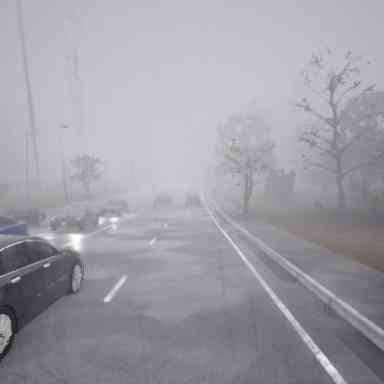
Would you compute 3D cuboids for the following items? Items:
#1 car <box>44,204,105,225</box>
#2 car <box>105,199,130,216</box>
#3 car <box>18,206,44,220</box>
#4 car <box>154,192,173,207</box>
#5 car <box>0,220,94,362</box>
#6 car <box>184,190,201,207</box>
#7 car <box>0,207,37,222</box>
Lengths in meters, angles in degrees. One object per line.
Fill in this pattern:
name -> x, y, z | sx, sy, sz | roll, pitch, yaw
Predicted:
car -> -7.100, 1.480, 20.656 | 1.812, 1.442, 4.674 | 0, 0, 0
car -> -7.093, 1.375, 30.916 | 2.033, 1.411, 5.357 | 0, 2, 0
car -> -10.601, 1.557, 19.936 | 1.895, 1.301, 4.718 | 0, 0, 0
car -> -3.404, 0.749, 40.302 | 2.097, 1.767, 4.553 | 0, 3, 0
car -> -3.402, 1.492, 5.736 | 1.837, 1.490, 4.892 | 0, 0, 0
car -> 0.098, 0.916, 39.796 | 2.128, 1.511, 4.902 | 0, 3, 0
car -> -7.100, 1.454, 10.515 | 1.882, 1.535, 5.008 | 0, 0, 0
